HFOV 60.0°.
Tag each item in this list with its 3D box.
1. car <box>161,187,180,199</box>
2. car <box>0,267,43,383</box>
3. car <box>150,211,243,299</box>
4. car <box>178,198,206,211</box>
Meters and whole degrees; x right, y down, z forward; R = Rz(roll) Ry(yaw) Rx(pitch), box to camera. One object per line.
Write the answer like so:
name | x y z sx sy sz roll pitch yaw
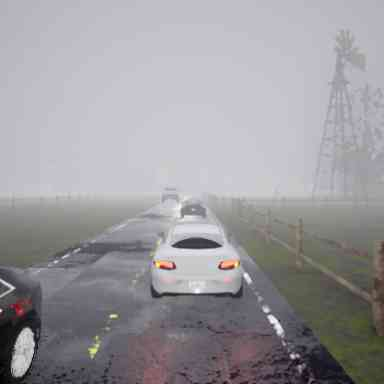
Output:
car | -2.744 0.327 43.296 2.150 2.045 5.566 0 1 0
car | -2.847 1.472 2.448 1.837 1.490 4.892 0 1 0
car | 0.095 1.423 8.076 1.812 1.442 4.674 0 1 0
car | 0.098 1.229 26.381 1.994 1.385 4.181 0 1 0
